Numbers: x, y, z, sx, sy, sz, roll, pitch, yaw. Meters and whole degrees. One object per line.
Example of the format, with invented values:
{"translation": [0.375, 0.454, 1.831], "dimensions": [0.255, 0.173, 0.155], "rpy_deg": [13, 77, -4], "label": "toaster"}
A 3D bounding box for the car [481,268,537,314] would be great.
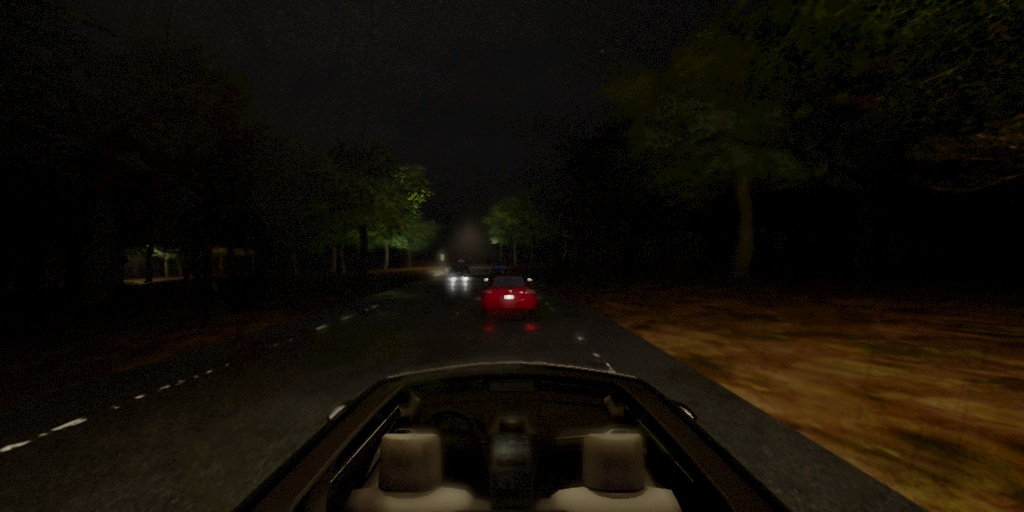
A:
{"translation": [-0.158, 1.332, 13.836], "dimensions": [1.994, 1.385, 4.181], "rpy_deg": [0, 0, -2], "label": "car"}

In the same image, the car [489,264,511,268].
{"translation": [-0.985, 1.353, 29.698], "dimensions": [1.812, 1.442, 4.674], "rpy_deg": [0, 0, -4], "label": "car"}

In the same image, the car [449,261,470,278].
{"translation": [-5.218, 1.429, 36.211], "dimensions": [1.994, 1.385, 4.181], "rpy_deg": [0, 0, -5], "label": "car"}
